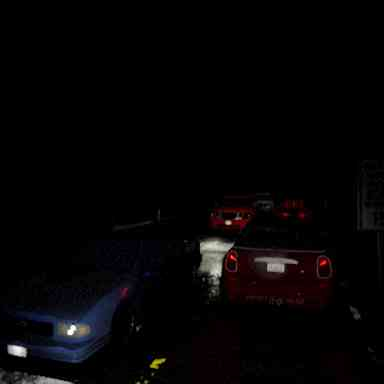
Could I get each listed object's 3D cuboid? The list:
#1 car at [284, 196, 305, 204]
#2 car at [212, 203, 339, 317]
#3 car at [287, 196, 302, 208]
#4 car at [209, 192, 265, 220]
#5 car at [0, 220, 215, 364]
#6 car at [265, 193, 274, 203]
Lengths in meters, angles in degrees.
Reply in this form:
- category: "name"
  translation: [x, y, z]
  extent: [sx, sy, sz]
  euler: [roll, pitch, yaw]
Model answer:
- category: "car"
  translation: [11.239, 1.207, 36.565]
  extent: [2.097, 1.767, 4.553]
  euler: [0, 0, 18]
- category: "car"
  translation: [2.090, 1.321, 7.786]
  extent: [2.097, 1.767, 4.553]
  euler: [0, 0, 18]
- category: "car"
  translation: [14.241, 1.294, 46.211]
  extent: [1.882, 1.535, 5.008]
  euler: [0, 0, 18]
- category: "car"
  translation: [2.614, 1.149, 18.892]
  extent: [2.150, 2.045, 5.566]
  euler: [0, 0, 18]
- category: "car"
  translation: [-1.271, 1.522, 6.542]
  extent: [2.033, 1.411, 5.357]
  euler: [0, 0, 19]
- category: "car"
  translation: [6.388, 1.095, 30.798]
  extent: [2.150, 2.045, 5.566]
  euler: [0, 1, 17]
